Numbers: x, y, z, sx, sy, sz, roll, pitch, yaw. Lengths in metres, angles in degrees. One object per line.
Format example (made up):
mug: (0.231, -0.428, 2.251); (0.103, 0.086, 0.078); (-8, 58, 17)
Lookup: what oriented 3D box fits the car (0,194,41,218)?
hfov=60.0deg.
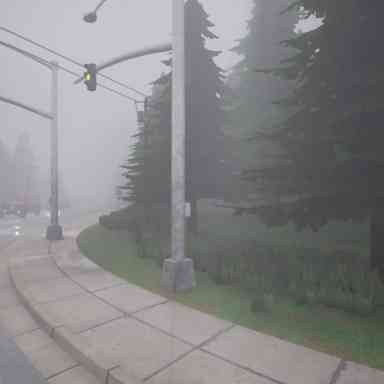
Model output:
car: (-15.617, 1.221, 30.247); (2.150, 2.045, 5.566); (0, 0, -5)

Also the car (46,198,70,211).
car: (-16.656, 1.492, 41.547); (2.128, 1.511, 4.902); (0, 0, -5)
